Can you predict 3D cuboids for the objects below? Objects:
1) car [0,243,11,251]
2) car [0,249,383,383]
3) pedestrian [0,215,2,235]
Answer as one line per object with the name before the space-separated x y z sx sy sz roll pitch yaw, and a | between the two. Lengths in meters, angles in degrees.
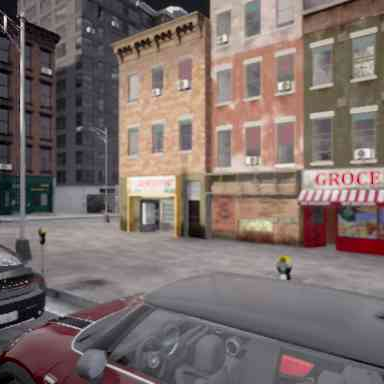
car | -4.352 1.512 5.916 4.403 1.369 2.008 0 0 35
car | 0.132 1.433 2.723 4.097 1.590 1.967 0 0 35
pedestrian | -9.318 1.539 16.041 0.500 1.100 0.500 0 -1 35
